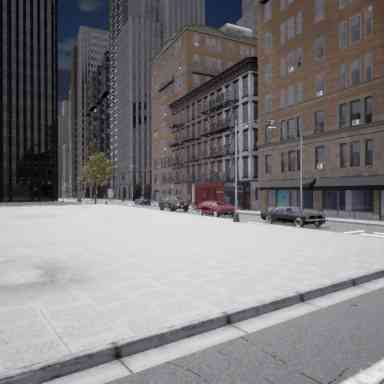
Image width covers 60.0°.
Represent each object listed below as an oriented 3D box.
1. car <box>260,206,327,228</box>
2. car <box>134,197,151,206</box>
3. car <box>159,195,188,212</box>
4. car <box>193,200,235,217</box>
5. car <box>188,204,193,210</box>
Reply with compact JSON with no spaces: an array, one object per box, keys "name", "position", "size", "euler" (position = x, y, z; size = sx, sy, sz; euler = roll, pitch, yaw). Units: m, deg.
[{"name":"car","position":[6.920,1.675,23.068],"size":[1.895,1.301,4.718],"euler":[0,0,-26]},{"name":"car","position":[-9.322,1.668,62.153],"size":[2.097,1.767,4.553],"euler":[0,0,-25]},{"name":"car","position":[-2.392,1.410,41.993],"size":[2.150,2.045,5.566],"euler":[0,0,-27]},{"name":"car","position":[2.288,1.607,32.466],"size":[1.882,1.535,5.008],"euler":[0,0,-26]},{"name":"car","position":[1.898,1.702,39.363],"size":[2.033,1.411,5.357],"euler":[0,0,-26]}]
